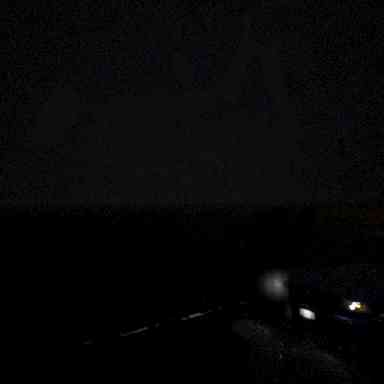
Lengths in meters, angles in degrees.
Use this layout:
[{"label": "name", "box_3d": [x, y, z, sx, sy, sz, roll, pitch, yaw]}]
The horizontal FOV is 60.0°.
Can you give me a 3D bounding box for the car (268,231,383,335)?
[{"label": "car", "box_3d": [3.996, 1.546, 6.838, 5.357, 1.411, 2.033, 0, 0, -36]}]
